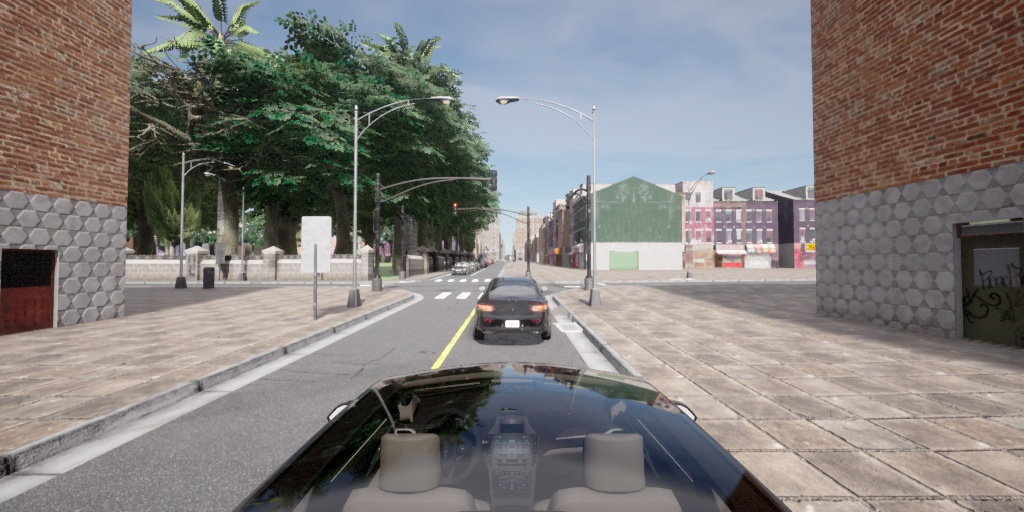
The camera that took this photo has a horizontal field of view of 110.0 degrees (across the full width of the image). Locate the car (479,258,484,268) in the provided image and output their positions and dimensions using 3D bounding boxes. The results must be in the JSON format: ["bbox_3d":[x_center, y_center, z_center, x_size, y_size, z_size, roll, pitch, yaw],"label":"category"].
[{"bbox_3d":[-5.555,1.371,51.370,1.948,1.339,4.313,0,0,0],"label":"car"}]

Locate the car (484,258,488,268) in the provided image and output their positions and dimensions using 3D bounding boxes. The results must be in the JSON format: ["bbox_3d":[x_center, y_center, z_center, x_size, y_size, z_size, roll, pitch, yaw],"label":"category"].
[{"bbox_3d":[-5.632,1.417,62.269,1.802,1.307,4.207,0,0,0],"label":"car"}]

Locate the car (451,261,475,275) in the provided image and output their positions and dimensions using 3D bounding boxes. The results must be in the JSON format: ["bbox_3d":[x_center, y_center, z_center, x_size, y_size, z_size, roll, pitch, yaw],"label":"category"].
[{"bbox_3d":[-5.493,1.332,38.784,2.007,1.370,4.403,0,0,0],"label":"car"}]

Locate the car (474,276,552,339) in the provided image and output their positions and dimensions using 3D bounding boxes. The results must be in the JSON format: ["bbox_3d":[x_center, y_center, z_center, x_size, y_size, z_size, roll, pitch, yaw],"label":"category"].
[{"bbox_3d":[0.031,1.279,9.921,1.812,1.442,4.674,0,0,1],"label":"car"}]

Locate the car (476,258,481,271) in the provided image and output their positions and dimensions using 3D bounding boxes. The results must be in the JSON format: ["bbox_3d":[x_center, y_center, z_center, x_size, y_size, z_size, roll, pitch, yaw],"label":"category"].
[{"bbox_3d":[-5.517,1.344,45.920,2.007,1.370,4.403,0,0,0],"label":"car"}]
